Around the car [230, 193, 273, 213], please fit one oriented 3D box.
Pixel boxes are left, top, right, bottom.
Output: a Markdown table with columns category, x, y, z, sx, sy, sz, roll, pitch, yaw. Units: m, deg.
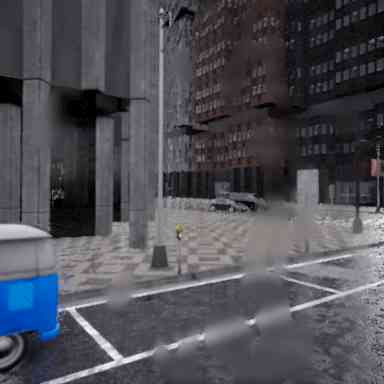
| category | x | y | z | sx | sy | sz | roll | pitch | yaw |
| --- | --- | --- | --- | --- | --- | --- | --- | --- | --- |
| car | 6.334 | 1.121 | 36.981 | 2.150 | 2.045 | 5.566 | 1 | 1 | -36 |

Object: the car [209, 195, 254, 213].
| category | x | y | z | sx | sy | sz | roll | pitch | yaw |
| --- | --- | --- | --- | --- | --- | --- | --- | --- | --- |
| car | 3.779 | 1.381 | 34.949 | 1.837 | 1.490 | 4.892 | 1 | 1 | -36 |

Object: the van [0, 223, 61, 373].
| category | x | y | z | sx | sy | sz | roll | pitch | yaw |
| --- | --- | --- | --- | --- | --- | --- | --- | --- | --- |
| van | -3.700 | 1.334 | 4.012 | 3.998 | 1.788 | 1.690 | 1 | 0 | -35 |
